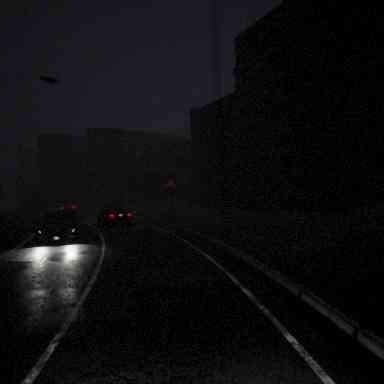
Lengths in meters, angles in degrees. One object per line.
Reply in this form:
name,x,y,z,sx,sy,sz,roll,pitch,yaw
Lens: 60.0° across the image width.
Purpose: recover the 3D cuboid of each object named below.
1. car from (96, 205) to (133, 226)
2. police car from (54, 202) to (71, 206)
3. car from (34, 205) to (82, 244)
car,-5.776,1.635,24.441,2.033,1.411,5.357,-2,0,-24
police car,-15.276,1.969,38.924,2.038,1.542,4.974,-4,0,-40
car,-6.639,1.631,16.804,2.033,1.411,5.357,-1,0,-18
